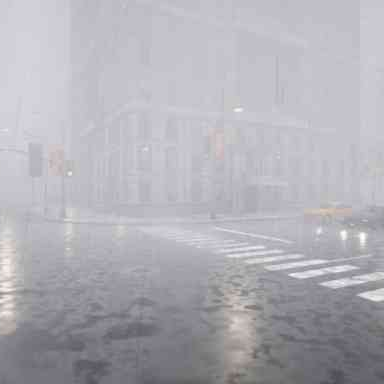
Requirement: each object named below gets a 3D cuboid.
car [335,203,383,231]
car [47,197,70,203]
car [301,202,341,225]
[{"bbox_3d":[11.788,1.547,20.934,5.357,1.411,2.033,0,0,-29],"label":"car"},{"bbox_3d":[-27.703,1.594,69.182,4.718,1.301,1.895,0,0,-28],"label":"car"},{"bbox_3d":[10.107,1.477,24.001,5.008,1.535,1.882,0,0,-29],"label":"car"}]
